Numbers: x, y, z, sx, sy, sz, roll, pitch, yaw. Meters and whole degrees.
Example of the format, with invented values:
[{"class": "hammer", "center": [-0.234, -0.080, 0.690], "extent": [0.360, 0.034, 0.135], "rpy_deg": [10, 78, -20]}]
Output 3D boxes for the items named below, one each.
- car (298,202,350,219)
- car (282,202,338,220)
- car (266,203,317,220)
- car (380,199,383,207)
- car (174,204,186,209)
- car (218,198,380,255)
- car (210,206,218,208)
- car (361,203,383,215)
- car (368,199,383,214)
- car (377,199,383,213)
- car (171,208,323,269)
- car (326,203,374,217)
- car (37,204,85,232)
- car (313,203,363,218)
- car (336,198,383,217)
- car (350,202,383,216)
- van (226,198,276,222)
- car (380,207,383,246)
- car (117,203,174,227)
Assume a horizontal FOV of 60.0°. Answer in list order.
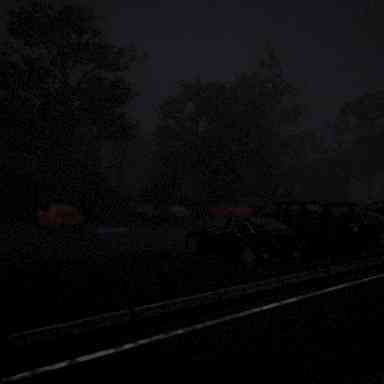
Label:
[{"class": "car", "center": [14.463, 1.976, 36.793], "extent": [2.097, 1.535, 5.008], "rpy_deg": [1, -1, -36]}, {"class": "car", "center": [12.301, 1.921, 35.028], "extent": [1.946, 1.575, 5.366], "rpy_deg": [1, -1, -35]}, {"class": "car", "center": [9.927, 1.912, 33.559], "extent": [2.002, 1.452, 4.674], "rpy_deg": [1, -1, -35]}, {"class": "car", "center": [10.735, 1.468, 18.109], "extent": [2.435, 2.045, 5.566], "rpy_deg": [1, -1, -35]}, {"class": "car", "center": [-1.410, 1.667, 25.485], "extent": [2.002, 1.452, 4.674], "rpy_deg": [1, -1, -35]}, {"class": "car", "center": [3.885, 1.334, 13.232], "extent": [2.435, 2.045, 5.566], "rpy_deg": [1, -1, -35]}, {"class": "car", "center": [3.147, 1.593, 28.689], "extent": [2.185, 1.767, 4.553], "rpy_deg": [1, -1, -35]}, {"class": "car", "center": [25.689, 2.286, 44.815], "extent": [2.002, 1.452, 4.674], "rpy_deg": [1, -1, -36]}, {"class": "car", "center": [28.075, 2.057, 46.486], "extent": [2.435, 2.045, 5.566], "rpy_deg": [2, -1, -35]}, {"class": "car", "center": [30.240, 2.115, 48.033], "extent": [2.435, 2.045, 5.566], "rpy_deg": [2, -1, -36]}, {"class": "car", "center": [1.620, 1.549, 11.579], "extent": [2.231, 1.521, 4.892], "rpy_deg": [1, -1, -35]}, {"class": "car", "center": [18.975, 2.110, 40.058], "extent": [2.163, 1.488, 4.792], "rpy_deg": [1, -1, -36]}, {"class": "car", "center": [-8.214, 1.514, 20.637], "extent": [2.097, 1.535, 5.008], "rpy_deg": [1, 0, -35]}, {"class": "car", "center": [16.743, 2.058, 38.392], "extent": [2.163, 1.488, 4.792], "rpy_deg": [1, -1, -36]}, {"class": "car", "center": [21.277, 1.884, 41.632], "extent": [2.435, 2.045, 5.566], "rpy_deg": [1, -1, -36]}, {"class": "car", "center": [23.527, 2.191, 43.267], "extent": [2.097, 1.535, 5.008], "rpy_deg": [1, -1, -36]}, {"class": "van", "center": [5.327, 1.541, 30.423], "extent": [1.878, 1.987, 4.442], "rpy_deg": [1, -1, -35]}, {"class": "car", "center": [8.460, 1.671, 16.461], "extent": [2.231, 1.521, 4.892], "rpy_deg": [1, -1, -35]}, {"class": "car", "center": [-3.682, 1.585, 23.872], "extent": [2.097, 1.535, 5.008], "rpy_deg": [1, -1, -35]}]
